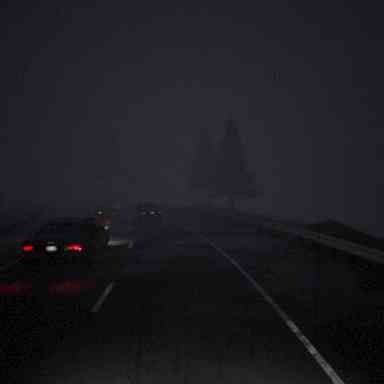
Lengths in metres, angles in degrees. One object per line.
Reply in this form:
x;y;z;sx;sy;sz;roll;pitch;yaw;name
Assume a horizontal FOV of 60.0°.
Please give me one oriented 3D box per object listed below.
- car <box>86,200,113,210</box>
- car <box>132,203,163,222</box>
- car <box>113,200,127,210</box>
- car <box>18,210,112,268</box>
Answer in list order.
-8.671;1.541;30.558;1.812;1.442;4.674;0;0;-20;car
-3.604;1.562;26.499;2.033;1.411;5.357;0;0;-17;car
-9.693;1.622;41.533;1.895;1.301;4.718;0;0;-27;car
-4.030;1.553;11.320;2.033;1.411;5.357;0;0;-7;car
